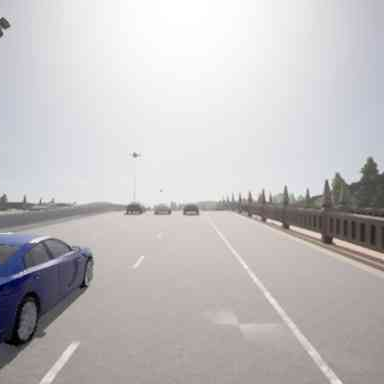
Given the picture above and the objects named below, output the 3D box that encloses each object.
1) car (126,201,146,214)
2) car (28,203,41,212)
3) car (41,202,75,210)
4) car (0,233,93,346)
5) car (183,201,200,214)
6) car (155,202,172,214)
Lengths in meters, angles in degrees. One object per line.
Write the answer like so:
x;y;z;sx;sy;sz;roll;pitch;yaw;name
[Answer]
-7.101;1.941;42.577;1.882;1.535;5.008;0;-1;0;car
-17.775;1.981;40.370;2.033;1.411;5.357;0;-1;0;car
-14.262;1.898;36.527;1.837;1.490;4.892;0;-1;0;car
-3.428;1.549;6.484;1.882;1.535;5.008;0;0;0;car
-0.097;1.955;41.651;1.837;1.490;4.892;0;0;0;car
-3.598;1.981;42.150;1.812;1.442;4.674;0;-1;0;car
